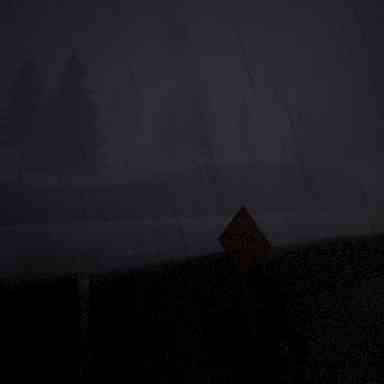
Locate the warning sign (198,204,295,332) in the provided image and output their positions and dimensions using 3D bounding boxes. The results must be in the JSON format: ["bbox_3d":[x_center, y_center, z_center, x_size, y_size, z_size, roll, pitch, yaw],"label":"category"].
[{"bbox_3d":[0.918,1.168,5.821,1.060,1.860,1.300,1,-1,-36],"label":"warning sign"}]
